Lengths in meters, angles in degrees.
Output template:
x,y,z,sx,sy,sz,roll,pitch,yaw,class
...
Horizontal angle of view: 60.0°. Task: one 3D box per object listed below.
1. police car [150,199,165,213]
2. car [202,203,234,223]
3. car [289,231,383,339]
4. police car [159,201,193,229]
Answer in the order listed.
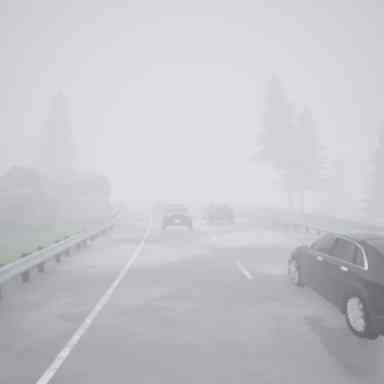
x,y,z,sx,sy,sz,roll,pitch,yaw,class
-3.998,1.655,40.960,1.930,1.638,5.238,0,0,-13,police car
2.016,1.632,26.624,2.128,1.511,4.902,0,0,-7,car
3.427,1.535,6.624,1.837,1.490,4.892,0,0,-2,car
-1.096,1.631,22.876,2.038,1.542,4.974,0,0,-5,police car
